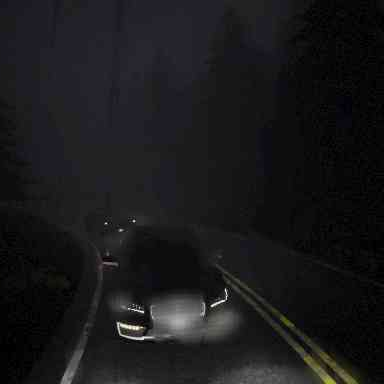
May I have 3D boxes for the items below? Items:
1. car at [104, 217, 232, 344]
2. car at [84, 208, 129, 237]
[{"bbox_3d":[-0.645,1.495,6.802,1.837,1.490,4.892,-1,0,-11],"label":"car"},{"bbox_3d":[-4.632,1.611,18.539,1.895,1.301,4.718,-3,1,-29],"label":"car"}]
